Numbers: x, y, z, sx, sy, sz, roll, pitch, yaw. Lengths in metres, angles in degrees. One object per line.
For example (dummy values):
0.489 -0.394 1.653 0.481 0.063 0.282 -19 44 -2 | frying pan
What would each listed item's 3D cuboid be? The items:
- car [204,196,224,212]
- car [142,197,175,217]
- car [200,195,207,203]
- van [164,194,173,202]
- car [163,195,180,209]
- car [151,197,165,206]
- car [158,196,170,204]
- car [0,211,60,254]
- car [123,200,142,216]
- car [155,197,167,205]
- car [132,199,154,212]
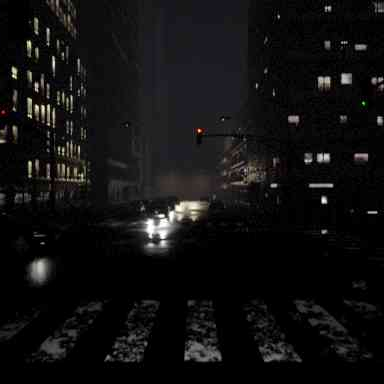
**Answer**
2.745 1.554 38.757 2.008 1.369 4.403 -1 0 0 | car
-3.046 1.494 31.099 2.128 1.511 4.902 0 0 0 | car
2.804 1.449 72.685 1.967 1.590 4.097 -1 0 0 | car
-5.568 1.351 78.354 1.690 1.788 3.998 -1 0 0 | van
-3.022 1.495 41.383 2.128 1.511 4.902 0 0 0 | car
-5.605 1.551 55.735 1.887 1.381 4.507 -1 0 0 | car
-5.585 1.553 67.044 1.887 1.381 4.507 -1 0 0 | car
-7.730 1.475 12.853 5.008 1.535 1.882 0 0 1 | car
-5.646 1.528 32.947 1.752 1.417 4.829 -1 0 0 | car
-5.594 1.589 61.389 1.802 1.307 4.206 -1 0 0 | car
-5.635 1.569 38.771 1.947 1.339 4.313 -1 0 0 | car
